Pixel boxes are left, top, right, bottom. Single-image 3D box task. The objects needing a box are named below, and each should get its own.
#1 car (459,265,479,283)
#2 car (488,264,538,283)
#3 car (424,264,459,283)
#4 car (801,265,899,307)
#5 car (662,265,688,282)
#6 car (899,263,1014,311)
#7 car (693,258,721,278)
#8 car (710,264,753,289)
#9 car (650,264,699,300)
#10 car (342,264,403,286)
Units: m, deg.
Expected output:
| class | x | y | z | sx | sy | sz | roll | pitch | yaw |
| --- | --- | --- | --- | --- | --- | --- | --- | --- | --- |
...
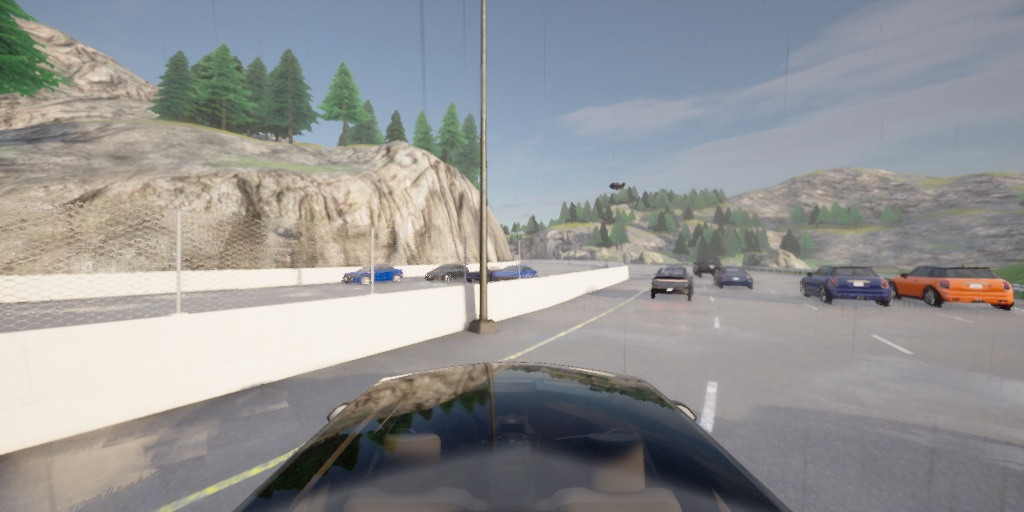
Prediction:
| class | x | y | z | sx | sy | sz | roll | pitch | yaw |
| --- | --- | --- | --- | --- | --- | --- | --- | --- | --- |
| car | -2.056 | 1.533 | 29.554 | 1.895 | 1.301 | 4.718 | 0 | 0 | 25 |
| car | 0.281 | 1.389 | 26.369 | 1.882 | 1.535 | 5.008 | 0 | 0 | 25 |
| car | -5.441 | 1.445 | 30.621 | 1.837 | 1.490 | 4.892 | 0 | 0 | 25 |
| car | 15.138 | 1.194 | 16.559 | 2.097 | 1.767 | 4.553 | 0 | 0 | 27 |
| car | 14.799 | 1.512 | 32.749 | 1.994 | 1.385 | 4.181 | 0 | 0 | 22 |
| car | 18.496 | 1.186 | 15.447 | 2.097 | 1.767 | 4.553 | 0 | 0 | 27 |
| car | 20.490 | 1.201 | 37.670 | 2.150 | 2.045 | 5.566 | 0 | 0 | 19 |
| car | 15.169 | 1.458 | 24.748 | 1.994 | 1.385 | 4.181 | 0 | -1 | 25 |
| car | 8.328 | 1.348 | 18.535 | 2.128 | 1.511 | 4.902 | 0 | 0 | 27 |
| car | -10.712 | 1.401 | 27.829 | 1.882 | 1.535 | 5.008 | 0 | 0 | 27 |
